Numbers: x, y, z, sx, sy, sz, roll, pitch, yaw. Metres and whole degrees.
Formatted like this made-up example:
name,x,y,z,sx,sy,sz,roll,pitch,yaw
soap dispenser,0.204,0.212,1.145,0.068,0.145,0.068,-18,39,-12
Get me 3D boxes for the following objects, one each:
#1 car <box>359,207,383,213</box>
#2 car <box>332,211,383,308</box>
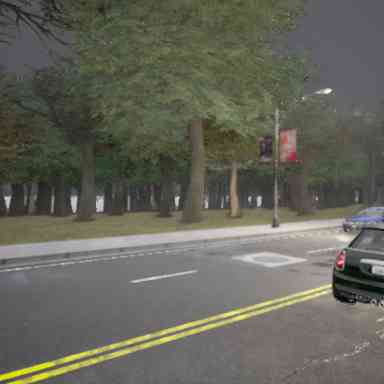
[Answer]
name,x,y,z,sx,sy,sz,roll,pitch,yaw
car,10.671,1.636,19.316,4.674,1.442,1.812,0,0,-35
car,5.024,1.402,7.041,4.553,1.767,2.097,0,0,-36
